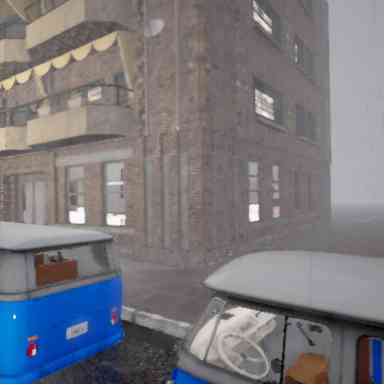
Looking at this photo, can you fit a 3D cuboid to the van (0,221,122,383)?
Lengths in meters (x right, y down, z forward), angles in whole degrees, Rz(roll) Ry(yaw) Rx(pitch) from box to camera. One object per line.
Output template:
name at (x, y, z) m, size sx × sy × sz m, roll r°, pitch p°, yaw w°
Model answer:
van at (-2.825, 1.360, 4.909) m, size 3.998 × 1.788 × 1.690 m, roll 0°, pitch -1°, yaw 36°

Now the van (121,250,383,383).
van at (1.672, 1.340, 1.702) m, size 3.998 × 1.788 × 1.690 m, roll 0°, pitch -1°, yaw 36°
